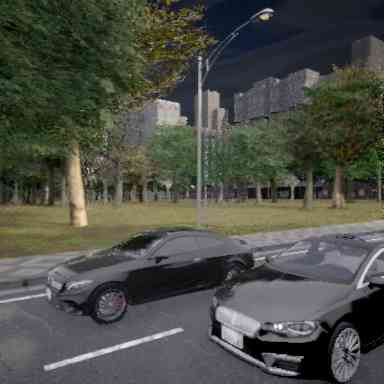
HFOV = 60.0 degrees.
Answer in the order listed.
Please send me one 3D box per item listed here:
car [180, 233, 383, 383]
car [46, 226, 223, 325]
[{"bbox_3d":[2.480,1.490,5.448,4.902,1.511,2.128,0,0,-35],"label":"car"},{"bbox_3d":[-0.627,1.522,7.226,4.674,1.442,1.812,0,0,-35],"label":"car"}]
